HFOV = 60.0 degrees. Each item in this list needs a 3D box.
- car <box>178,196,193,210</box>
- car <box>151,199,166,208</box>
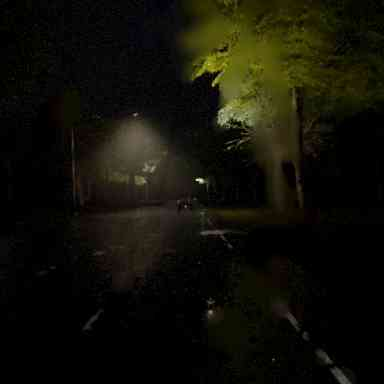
[{"bbox_3d":[-0.892,1.610,45.288,1.837,1.490,4.892,-2,0,-1],"label":"car"},{"bbox_3d":[-5.442,1.864,54.256,1.895,1.301,4.718,-2,0,5],"label":"car"}]
